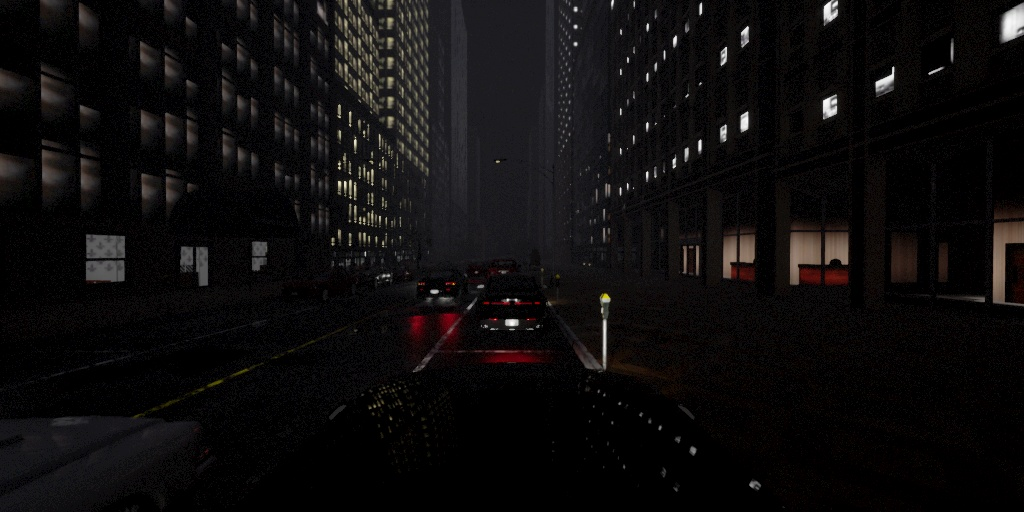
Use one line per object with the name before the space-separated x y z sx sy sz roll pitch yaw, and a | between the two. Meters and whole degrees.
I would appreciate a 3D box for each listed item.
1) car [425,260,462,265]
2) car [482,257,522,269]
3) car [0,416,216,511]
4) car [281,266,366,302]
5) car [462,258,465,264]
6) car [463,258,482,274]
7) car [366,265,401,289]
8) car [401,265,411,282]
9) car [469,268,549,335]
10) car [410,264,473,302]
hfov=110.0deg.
car | -6.239 1.236 32.857 2.128 1.511 4.902 0 0 0
car | -0.457 1.061 22.523 2.192 1.841 5.009 0 0 0
car | -3.053 1.351 0.388 1.895 1.301 4.718 0 0 0
car | -8.837 1.292 16.839 1.888 1.381 4.507 0 0 0
car | -8.837 1.320 62.308 1.802 1.307 4.207 0 0 0
car | -3.051 1.222 33.170 1.882 1.535 5.008 0 0 0
car | -8.838 1.297 22.523 2.007 1.370 4.403 0 0 0
car | -8.837 1.327 28.206 1.802 1.307 4.207 0 0 0
car | -0.001 1.252 10.501 1.837 1.490 4.892 0 0 0
car | -3.150 1.273 16.876 1.812 1.442 4.674 0 0 0
